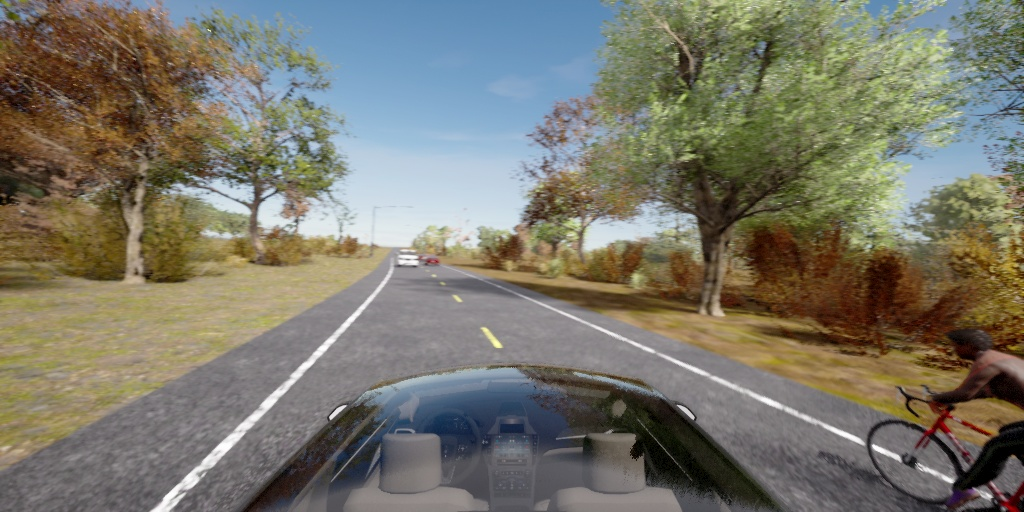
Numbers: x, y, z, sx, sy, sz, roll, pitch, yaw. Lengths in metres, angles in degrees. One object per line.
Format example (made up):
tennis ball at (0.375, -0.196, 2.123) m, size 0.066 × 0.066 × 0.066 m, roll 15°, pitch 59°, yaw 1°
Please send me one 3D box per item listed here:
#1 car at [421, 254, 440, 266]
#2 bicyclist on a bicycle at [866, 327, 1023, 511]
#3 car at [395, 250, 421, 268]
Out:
car at (-11.582, 0.589, 51.689) m, size 1.882 × 1.535 × 5.008 m, roll 3°, pitch 0°, yaw -18°
bicyclist on a bicycle at (3.800, 1.422, 2.829) m, size 0.582 × 1.620 × 1.656 m, roll 3°, pitch 0°, yaw -14°
car at (-12.266, 0.290, 42.113) m, size 2.150 × 2.045 × 5.566 m, roll 3°, pitch 0°, yaw -18°
